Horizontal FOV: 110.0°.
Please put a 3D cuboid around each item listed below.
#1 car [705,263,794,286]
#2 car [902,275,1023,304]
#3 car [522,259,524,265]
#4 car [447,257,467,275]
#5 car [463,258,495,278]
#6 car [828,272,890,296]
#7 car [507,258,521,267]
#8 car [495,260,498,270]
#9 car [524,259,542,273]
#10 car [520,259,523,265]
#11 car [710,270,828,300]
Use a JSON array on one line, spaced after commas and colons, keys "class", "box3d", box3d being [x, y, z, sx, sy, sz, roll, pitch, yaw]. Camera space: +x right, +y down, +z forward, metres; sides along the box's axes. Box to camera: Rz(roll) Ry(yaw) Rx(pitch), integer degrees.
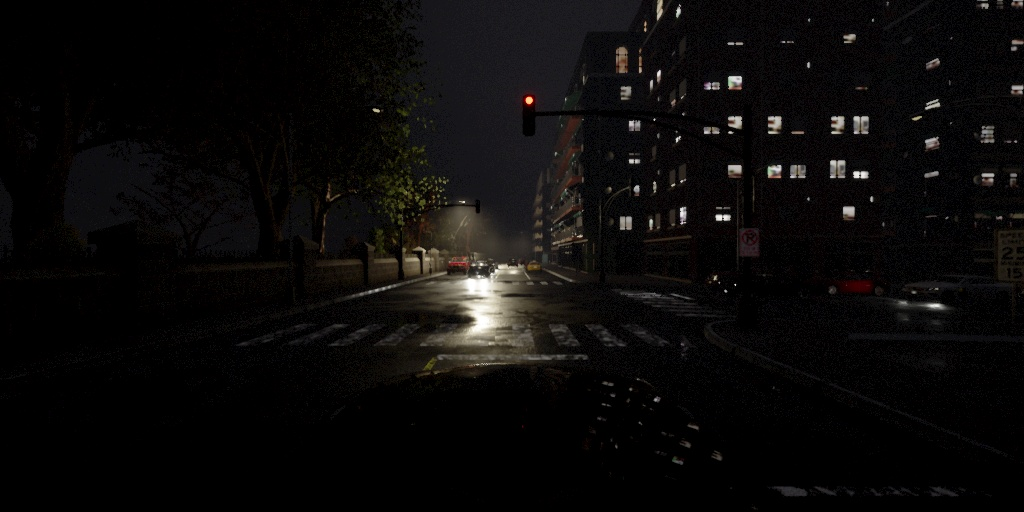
[{"class": "car", "box3d": [14.623, 1.332, 21.922, 5.009, 1.841, 2.192, 0, 0, 0]}, {"class": "car", "box3d": [24.020, 1.724, 19.344, 4.674, 1.442, 1.812, 1, 0, 0]}, {"class": "car", "box3d": [2.749, 1.293, 49.593, 1.888, 1.381, 4.507, 0, 0, 0]}, {"class": "car", "box3d": [-5.645, 1.059, 38.532, 2.192, 1.841, 5.009, 0, 0, 0]}, {"class": "car", "box3d": [-3.061, 1.236, 34.289, 2.128, 1.511, 4.902, 0, 0, 0]}, {"class": "car", "box3d": [20.318, 1.665, 21.933, 4.507, 1.381, 1.888, 0, 0, 0]}, {"class": "car", "box3d": [0.177, 1.302, 64.305, 2.033, 1.411, 5.357, 0, 0, -1]}, {"class": "car", "box3d": [-3.045, 1.251, 43.641, 1.837, 1.490, 4.892, 0, 0, 0]}, {"class": "car", "box3d": [2.743, 1.271, 44.228, 1.751, 1.417, 4.829, 0, 0, 0]}, {"class": "car", "box3d": [2.756, 1.301, 55.128, 2.007, 1.370, 4.403, 0, 0, 0]}, {"class": "car", "box3d": [13.725, 1.613, 19.327, 4.718, 1.301, 1.895, 1, 0, 0]}]
